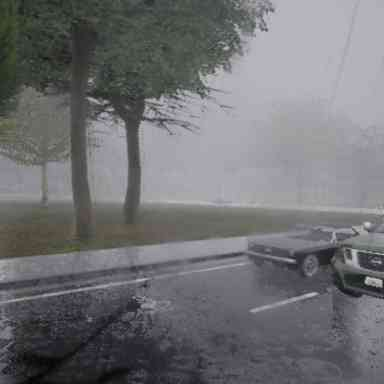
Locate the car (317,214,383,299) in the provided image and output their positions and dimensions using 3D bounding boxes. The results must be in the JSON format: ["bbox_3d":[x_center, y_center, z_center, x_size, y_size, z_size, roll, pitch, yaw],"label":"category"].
[{"bbox_3d":[5.552,1.303,7.640,5.566,2.045,2.150,1,0,-35],"label":"car"}]

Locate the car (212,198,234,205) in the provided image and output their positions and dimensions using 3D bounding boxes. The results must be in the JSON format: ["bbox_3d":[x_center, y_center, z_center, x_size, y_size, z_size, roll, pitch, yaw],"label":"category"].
[{"bbox_3d":[6.374,1.847,68.526,2.033,1.411,5.357,1,0,-36],"label":"car"}]

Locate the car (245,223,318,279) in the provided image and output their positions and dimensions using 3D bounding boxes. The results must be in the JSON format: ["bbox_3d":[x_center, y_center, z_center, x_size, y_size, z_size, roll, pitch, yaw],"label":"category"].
[{"bbox_3d":[3.915,1.685,10.471,4.718,1.301,1.895,1,0,-35],"label":"car"}]
